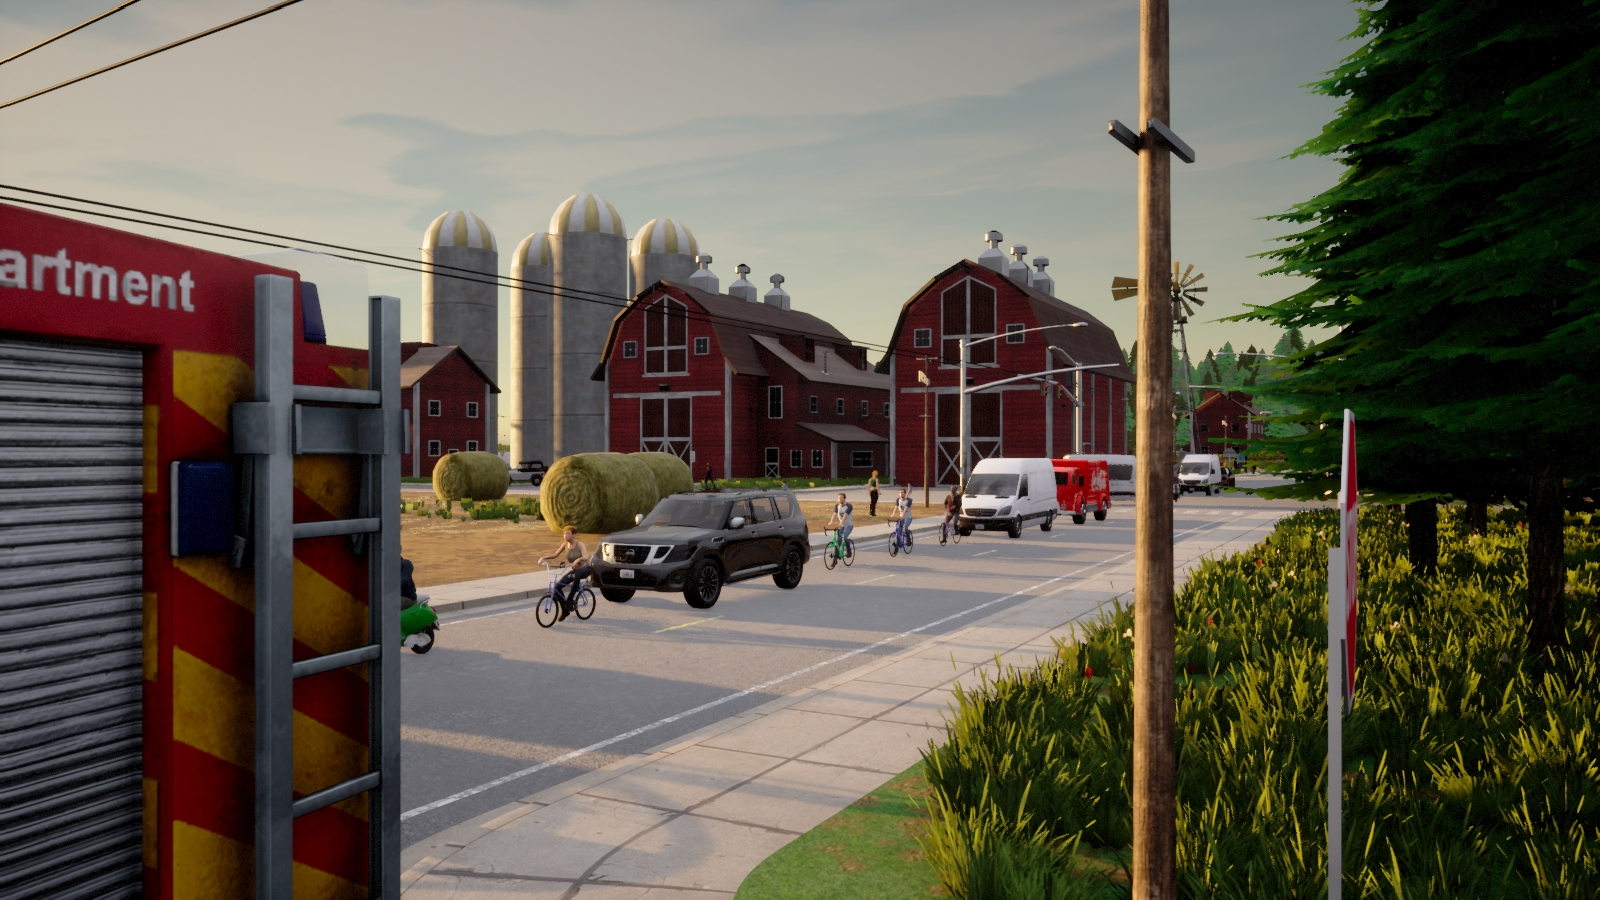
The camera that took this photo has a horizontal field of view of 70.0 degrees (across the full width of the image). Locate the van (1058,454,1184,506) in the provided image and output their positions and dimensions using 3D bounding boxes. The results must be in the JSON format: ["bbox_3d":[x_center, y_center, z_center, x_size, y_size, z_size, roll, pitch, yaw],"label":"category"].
[{"bbox_3d":[16.437,1.515,58.765,5.915,2.561,1.988,0,1,3],"label":"van"}]

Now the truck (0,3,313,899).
[{"bbox_3d":[-6.016,0.867,3.739,8.468,3.827,2.891,0,0,20],"label":"truck"}]

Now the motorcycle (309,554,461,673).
[{"bbox_3d":[-5.535,2.142,15.337,0.856,1.316,1.805,0,0,28],"label":"motorcycle"}]

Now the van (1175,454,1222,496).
[{"bbox_3d":[25.694,1.534,73.536,1.988,2.561,5.915,0,0,28],"label":"van"}]

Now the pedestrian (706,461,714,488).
[{"bbox_3d":[-6.091,1.669,77.392,0.375,1.860,0.375,0,0,31],"label":"pedestrian"}]

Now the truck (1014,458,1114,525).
[{"bbox_3d":[10.573,1.568,45.386,2.627,2.467,5.204,0,0,28],"label":"truck"}]

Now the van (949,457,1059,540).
[{"bbox_3d":[7.076,1.534,38.963,1.988,2.561,5.915,0,0,28],"label":"van"}]

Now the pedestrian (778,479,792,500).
[{"bbox_3d":[-0.776,2.051,59.414,0.500,1.100,0.500,0,0,36],"label":"pedestrian"}]

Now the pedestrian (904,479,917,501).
[{"bbox_3d":[5.644,2.051,58.393,0.500,1.100,0.500,0,0,24],"label":"pedestrian"}]

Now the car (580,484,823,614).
[{"bbox_3d":[-1.724,1.779,22.453,2.150,2.045,5.566,0,0,27],"label":"car"}]

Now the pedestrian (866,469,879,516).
[{"bbox_3d":[2.883,1.679,45.332,0.375,1.860,0.375,0,0,39],"label":"pedestrian"}]

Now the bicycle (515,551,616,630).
[{"bbox_3d":[-3.797,2.256,18.607,0.859,1.080,1.487,0,0,28],"label":"bicycle"}]
